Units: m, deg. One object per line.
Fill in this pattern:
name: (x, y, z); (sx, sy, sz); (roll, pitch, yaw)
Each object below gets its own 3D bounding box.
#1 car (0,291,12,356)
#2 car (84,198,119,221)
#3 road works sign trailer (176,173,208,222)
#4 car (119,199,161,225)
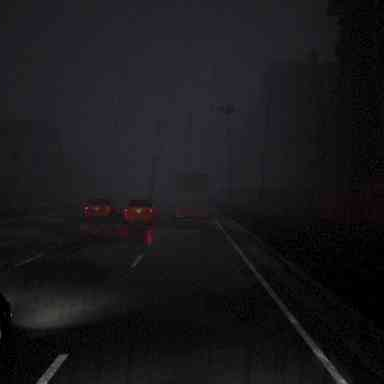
car: (-3.399, 1.493, 2.637); (1.837, 1.490, 4.892); (0, 1, 0)
car: (-6.894, 1.229, 26.244); (2.097, 1.767, 4.553); (0, 0, 0)
road works sign trailer: (0.007, 0.348, 25.005); (2.380, 3.560, 2.880); (0, 0, 0)
car: (-3.394, 1.242, 23.291); (2.097, 1.767, 4.553); (0, 0, 0)
